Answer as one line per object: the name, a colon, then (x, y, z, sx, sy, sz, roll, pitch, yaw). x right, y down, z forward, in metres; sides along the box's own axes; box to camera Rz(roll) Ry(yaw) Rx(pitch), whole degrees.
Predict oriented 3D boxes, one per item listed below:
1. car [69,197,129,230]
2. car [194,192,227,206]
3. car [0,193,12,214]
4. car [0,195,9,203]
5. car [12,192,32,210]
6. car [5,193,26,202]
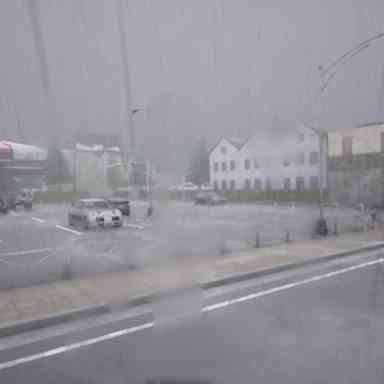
car: (-5.244, 1.153, 17.942, 1.970, 1.475, 3.806, -1, 1, -36)
car: (2.164, 0.783, 40.243, 2.097, 1.767, 4.553, -1, 1, -35)
car: (-17.847, 1.071, 29.898, 1.932, 1.855, 4.605, -1, 1, -36)
car: (-39.113, 1.396, 66.167, 4.611, 1.667, 2.242, -1, 1, -36)
car: (-19.759, 0.999, 38.208, 1.905, 1.878, 3.866, -1, 1, -36)
car: (-38.888, 1.161, 73.294, 3.866, 1.878, 1.905, -1, 1, -36)
